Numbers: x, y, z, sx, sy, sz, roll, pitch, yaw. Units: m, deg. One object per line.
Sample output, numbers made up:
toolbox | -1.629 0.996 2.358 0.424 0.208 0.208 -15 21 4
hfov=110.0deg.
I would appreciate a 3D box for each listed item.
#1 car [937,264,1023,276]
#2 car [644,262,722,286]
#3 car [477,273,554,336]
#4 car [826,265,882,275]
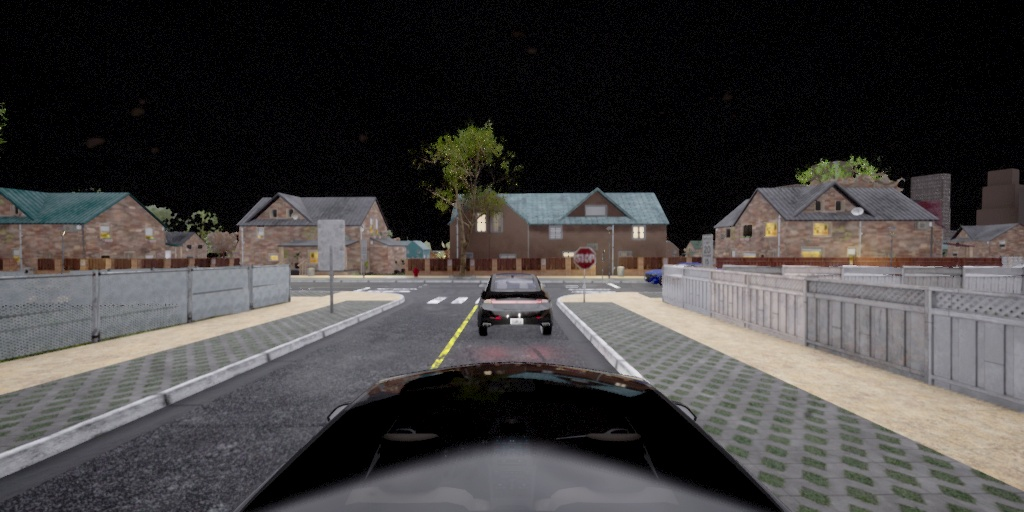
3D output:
car | 26.892 1.239 19.987 5.008 1.535 1.882 0 1 1
car | 11.226 1.171 23.332 5.008 1.535 1.882 0 1 1
car | 0.029 1.234 10.376 2.128 1.511 4.902 0 0 -2
car | 21.232 1.253 23.099 4.181 1.385 1.994 0 1 1
